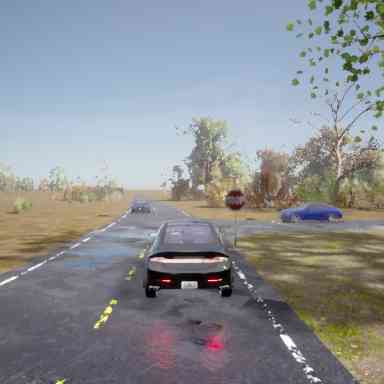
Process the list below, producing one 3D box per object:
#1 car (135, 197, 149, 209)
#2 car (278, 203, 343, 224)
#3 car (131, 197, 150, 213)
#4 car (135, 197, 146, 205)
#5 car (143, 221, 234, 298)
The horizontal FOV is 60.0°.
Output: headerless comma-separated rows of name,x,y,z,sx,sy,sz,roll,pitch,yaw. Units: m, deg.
car,-7.046,1.516,46.380,1.812,1.442,4.674,0,0,-9
car,8.844,1.551,24.892,4.674,1.442,1.812,0,0,-5
car,-5.597,1.558,36.402,1.994,1.385,4.181,0,0,-8
car,-9.482,1.549,61.038,1.994,1.385,4.181,0,0,-9
car,-0.106,1.492,8.525,2.128,1.511,4.902,0,0,-1
